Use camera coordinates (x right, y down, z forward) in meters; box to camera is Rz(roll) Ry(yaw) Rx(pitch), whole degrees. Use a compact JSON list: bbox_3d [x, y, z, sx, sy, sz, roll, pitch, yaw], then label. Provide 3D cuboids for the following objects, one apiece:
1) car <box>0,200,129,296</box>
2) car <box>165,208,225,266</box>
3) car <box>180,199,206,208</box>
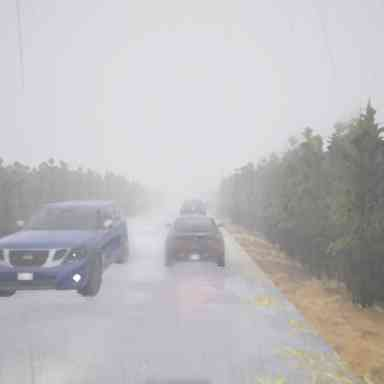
[{"bbox_3d":[-3.193,1.275,9.143,2.150,2.045,5.566,0,0,0],"label":"car"},{"bbox_3d":[0.088,1.562,11.812,1.837,1.490,4.892,0,1,0],"label":"car"},{"bbox_3d":[0.093,1.363,27.935,2.097,1.767,4.553,0,0,0],"label":"car"}]
